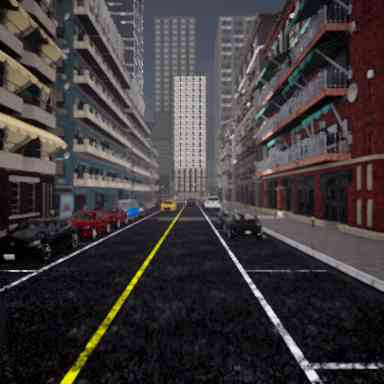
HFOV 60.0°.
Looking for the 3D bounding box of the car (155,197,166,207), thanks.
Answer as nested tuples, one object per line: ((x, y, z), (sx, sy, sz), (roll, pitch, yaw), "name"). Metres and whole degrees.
((-5.738, 1.893, 62.274), (2.192, 1.841, 5.009), (-1, -1, 0), "car")

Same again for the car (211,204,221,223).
((2.669, 1.766, 23.601), (2.008, 1.369, 4.403), (-1, -1, 0), "car")

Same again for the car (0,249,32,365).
((-3.101, 1.524, 2.008), (1.837, 1.490, 4.892), (0, -1, 0), "car")

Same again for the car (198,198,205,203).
((2.626, 2.440, 95.403), (1.887, 1.381, 4.507), (-1, -1, 0), "car")

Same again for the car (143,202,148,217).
((-5.720, 1.758, 34.658), (1.967, 1.590, 4.097), (-1, -1, 0), "car")

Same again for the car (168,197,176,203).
((-5.756, 2.336, 95.413), (1.967, 1.590, 4.097), (-1, -1, 0), "car")

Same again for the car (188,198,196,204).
((-0.046, 2.086, 77.888), (1.837, 1.490, 4.892), (0, -1, 0), "car")

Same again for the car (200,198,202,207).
((2.646, 2.122, 62.264), (1.887, 1.381, 4.507), (-1, -1, 0), "car")

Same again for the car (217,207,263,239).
((2.672, 1.716, 18.078), (2.008, 1.369, 4.403), (-1, -1, 0), "car")

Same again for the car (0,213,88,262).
((-5.705, 1.681, 12.563), (1.947, 1.339, 4.313), (0, -1, 0), "car")

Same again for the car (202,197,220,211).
((2.971, 1.677, 49.054), (2.150, 2.045, 5.566), (0, -1, 0), "car")

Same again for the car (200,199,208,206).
((2.639, 2.210, 73.480), (1.752, 1.417, 4.829), (-1, -1, 0), "car")

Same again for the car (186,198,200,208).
((-0.036, 2.131, 61.161), (1.994, 1.385, 4.181), (0, -1, 0), "car")

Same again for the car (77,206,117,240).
((-5.709, 1.710, 18.087), (1.887, 1.381, 4.507), (0, -1, 0), "car")

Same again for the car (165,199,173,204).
((-5.748, 2.371, 84.365), (1.802, 1.307, 4.206), (-1, -1, 0), "car")

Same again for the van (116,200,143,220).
((-5.718, 1.608, 29.135), (1.690, 1.788, 3.998), (-1, -1, 0), "van")

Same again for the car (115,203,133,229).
((-5.713, 1.761, 23.610), (1.887, 1.381, 4.507), (-1, -1, 0), "car")

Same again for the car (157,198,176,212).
((-3.114, 1.888, 44.592), (1.882, 1.535, 5.008), (0, -1, 0), "car")

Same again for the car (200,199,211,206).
((2.643, 2.181, 67.787), (2.008, 1.369, 4.403), (-1, -1, 0), "car")
